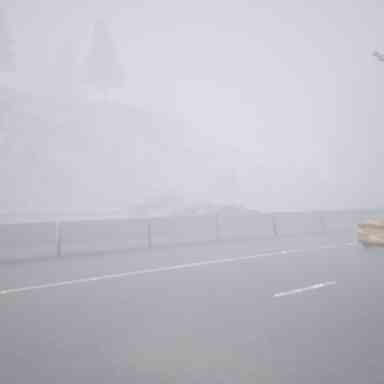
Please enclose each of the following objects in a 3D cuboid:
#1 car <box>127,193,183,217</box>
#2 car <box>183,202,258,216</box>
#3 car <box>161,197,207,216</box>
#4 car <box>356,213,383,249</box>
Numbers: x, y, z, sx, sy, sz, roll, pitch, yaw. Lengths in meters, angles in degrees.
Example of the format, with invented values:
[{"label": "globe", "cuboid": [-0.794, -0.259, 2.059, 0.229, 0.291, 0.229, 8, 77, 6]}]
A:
[{"label": "car", "cuboid": [-3.182, 1.143, 30.748, 5.566, 2.045, 2.150, 0, 0, -30]}, {"label": "car", "cuboid": [1.901, 1.525, 21.544, 4.181, 1.385, 1.994, 0, 0, -30]}, {"label": "car", "cuboid": [0.193, 1.432, 28.619, 4.902, 1.511, 2.128, 0, 0, -29]}, {"label": "car", "cuboid": [8.648, 1.481, 13.102, 5.008, 1.535, 1.882, 0, 0, -30]}]
